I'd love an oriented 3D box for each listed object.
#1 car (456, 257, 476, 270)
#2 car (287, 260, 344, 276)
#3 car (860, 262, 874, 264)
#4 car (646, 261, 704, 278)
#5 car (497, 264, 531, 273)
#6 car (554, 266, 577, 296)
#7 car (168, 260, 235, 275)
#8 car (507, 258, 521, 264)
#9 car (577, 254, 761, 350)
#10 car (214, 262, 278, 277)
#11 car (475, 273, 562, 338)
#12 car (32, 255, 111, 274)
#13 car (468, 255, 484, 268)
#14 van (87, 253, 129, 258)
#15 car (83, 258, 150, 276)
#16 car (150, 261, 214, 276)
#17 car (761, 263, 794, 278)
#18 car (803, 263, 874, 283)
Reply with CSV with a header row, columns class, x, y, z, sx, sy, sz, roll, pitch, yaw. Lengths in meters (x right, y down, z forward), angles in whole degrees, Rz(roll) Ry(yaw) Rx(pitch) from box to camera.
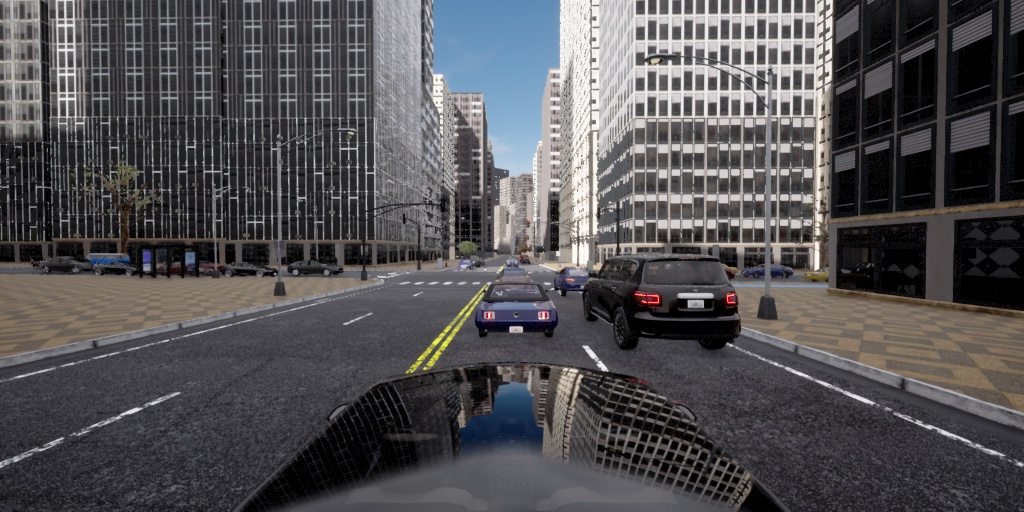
class,x,y,z,sx,sy,sz,roll,pitch,yaw
car,-6.630,1.241,51.221,1.812,1.442,4.674,0,0,-2
car,-18.464,1.108,33.798,4.892,1.490,1.837,1,1,1
car,35.906,1.385,36.123,4.553,1.767,2.097,0,1,1
car,16.492,1.341,36.454,5.008,1.535,1.882,1,1,1
car,0.088,1.305,18.931,1.994,1.385,4.181,0,0,0
car,3.336,1.267,18.924,1.812,1.442,4.674,0,0,0
car,-29.388,1.104,34.013,4.718,1.301,1.895,1,1,1
car,0.054,1.303,62.415,1.895,1.301,4.718,0,0,0
car,3.345,0.968,9.233,2.150,2.045,5.566,0,0,0
car,-22.756,1.174,31.176,4.313,1.339,1.948,0,0,1
car,0.095,1.347,10.194,1.895,1.301,4.718,0,0,0
car,-42.001,0.891,34.272,4.892,1.490,1.837,1,1,1
car,-6.623,0.925,61.183,2.150,2.045,5.566,0,0,0
van,-45.319,0.605,40.124,3.998,1.789,1.690,0,0,1
car,-34.121,1.069,31.473,4.313,1.339,1.948,0,0,1
car,-28.440,1.138,31.305,4.207,1.307,1.802,0,0,1
car,25.805,1.471,36.305,4.674,1.442,1.812,1,1,1
car,27.618,1.579,30.493,4.829,1.417,1.751,0,0,1
